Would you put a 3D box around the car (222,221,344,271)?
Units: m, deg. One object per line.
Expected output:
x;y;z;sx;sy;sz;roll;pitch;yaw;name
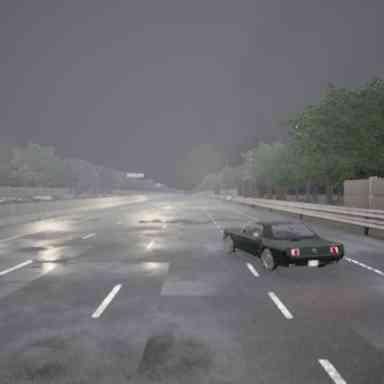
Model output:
2.624;1.601;10.974;1.895;1.301;4.718;0;0;-16;car

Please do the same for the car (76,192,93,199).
-24.871;0.907;78.617;2.150;2.045;5.566;0;0;0;car

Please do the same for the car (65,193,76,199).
-28.372;1.036;78.652;2.097;1.767;4.553;0;0;0;car

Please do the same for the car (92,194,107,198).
-21.371;1.160;78.671;1.882;1.535;5.008;0;0;0;car
